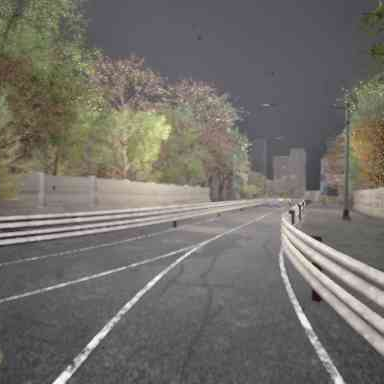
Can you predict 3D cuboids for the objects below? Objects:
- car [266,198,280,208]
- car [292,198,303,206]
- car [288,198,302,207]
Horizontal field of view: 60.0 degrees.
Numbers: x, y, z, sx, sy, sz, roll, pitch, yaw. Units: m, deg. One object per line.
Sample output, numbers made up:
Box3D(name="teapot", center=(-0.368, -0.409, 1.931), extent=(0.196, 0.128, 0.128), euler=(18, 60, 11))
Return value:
Box3D(name="car", center=(13.298, 1.762, 54.525), extent=(1.812, 1.442, 4.674), euler=(1, 0, 21))
Box3D(name="car", center=(20.788, 1.906, 65.443), extent=(1.994, 1.385, 4.181), euler=(1, -1, 20))
Box3D(name="car", center=(17.230, 1.808, 55.695), extent=(2.128, 1.511, 4.902), euler=(1, 0, 20))
